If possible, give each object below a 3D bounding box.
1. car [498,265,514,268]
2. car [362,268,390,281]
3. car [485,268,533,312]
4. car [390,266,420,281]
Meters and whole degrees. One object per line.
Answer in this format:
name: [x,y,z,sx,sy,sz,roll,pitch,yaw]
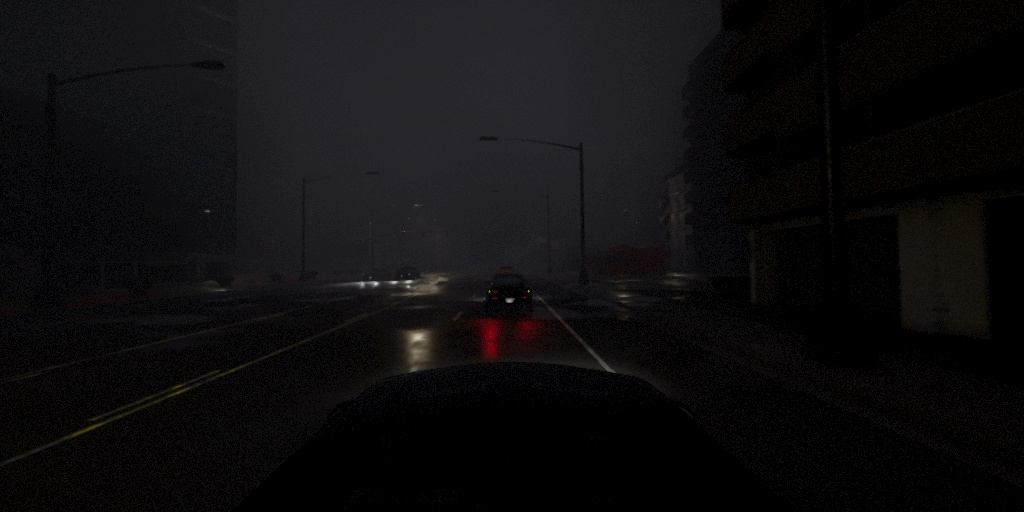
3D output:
car: [-0.572,1.599,33.289,1.882,1.535,5.008,-1,-1,-1]
car: [-14.822,1.989,39.609,1.895,1.301,4.718,-1,-1,-1]
car: [-0.145,1.432,15.130,1.812,1.442,4.674,-1,-1,-1]
car: [-11.315,1.842,39.028,1.837,1.490,4.892,-1,-1,-1]
